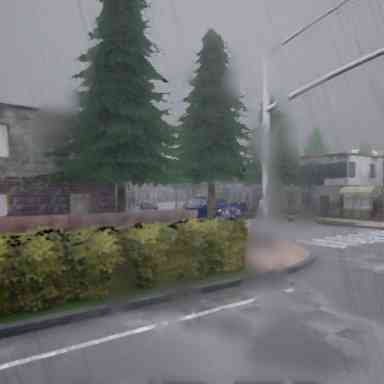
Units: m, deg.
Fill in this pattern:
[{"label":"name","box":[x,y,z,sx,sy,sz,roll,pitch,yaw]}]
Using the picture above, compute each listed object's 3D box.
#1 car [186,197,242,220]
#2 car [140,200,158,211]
[{"label":"car","box":[1.542,1.392,25.990,2.150,2.045,5.566,0,0,-31]},{"label":"car","box":[-5.633,1.739,42.881,1.994,1.385,4.181,0,0,-14]}]
